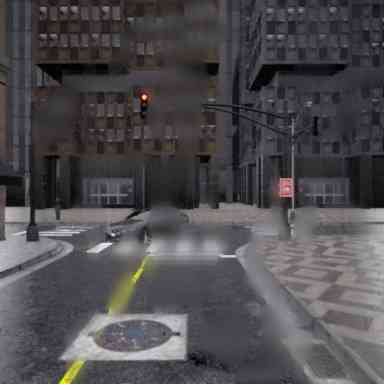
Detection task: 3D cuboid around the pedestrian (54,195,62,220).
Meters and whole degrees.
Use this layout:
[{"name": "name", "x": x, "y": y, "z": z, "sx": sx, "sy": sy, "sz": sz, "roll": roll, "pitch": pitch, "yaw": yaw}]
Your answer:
[{"name": "pedestrian", "x": -9.824, "y": 1.151, "z": 24.365, "sx": 0.375, "sy": 1.860, "sz": 0.375, "roll": 0, "pitch": 0, "yaw": 1}]

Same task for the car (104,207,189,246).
[{"name": "car", "x": -1.961, "y": 1.503, "z": 15.618, "sx": 1.837, "sy": 1.490, "sz": 4.892, "roll": -3, "pitch": -2, "yaw": 32}]
